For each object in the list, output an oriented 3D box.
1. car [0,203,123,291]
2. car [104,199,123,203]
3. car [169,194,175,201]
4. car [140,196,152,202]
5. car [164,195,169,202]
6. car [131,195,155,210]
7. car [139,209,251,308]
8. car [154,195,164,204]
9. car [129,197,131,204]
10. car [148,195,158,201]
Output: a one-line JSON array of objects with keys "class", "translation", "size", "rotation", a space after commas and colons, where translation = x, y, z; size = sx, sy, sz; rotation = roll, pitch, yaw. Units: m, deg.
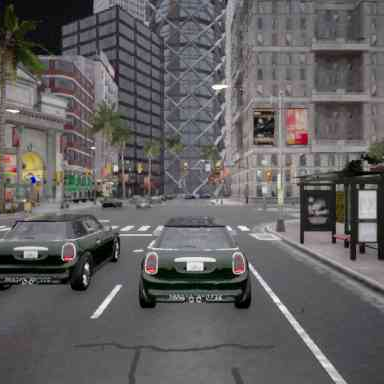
[{"class": "car", "translation": [-3.422, 1.352, 9.208], "size": [2.097, 1.767, 4.553], "rotation": [0, 0, 0]}, {"class": "car", "translation": [-10.564, 1.601, 44.248], "size": [1.895, 1.301, 4.718], "rotation": [0, 0, 0]}, {"class": "car", "translation": [-6.482, 1.478, 88.129], "size": [1.882, 1.535, 5.008], "rotation": [0, 0, 7]}, {"class": "car", "translation": [-10.439, 1.595, 75.606], "size": [1.895, 1.301, 4.718], "rotation": [0, 0, 0]}, {"class": "car", "translation": [-6.939, 1.540, 76.000], "size": [2.033, 1.411, 5.357], "rotation": [0, 0, 0]}, {"class": "car", "translation": [-6.375, 1.491, 42.880], "size": [2.128, 1.511, 4.902], "rotation": [0, 0, -11]}, {"class": "car", "translation": [0.070, 1.352, 8.063], "size": [2.097, 1.767, 4.553], "rotation": [0, 0, 0]}, {"class": "car", "translation": [-6.997, 1.526, 63.149], "size": [1.812, 1.442, 4.674], "rotation": [0, 0, 0]}, {"class": "car", "translation": [-10.498, 1.352, 63.094], "size": [2.097, 1.767, 4.553], "rotation": [0, 0, 0]}, {"class": "car", "translation": [-10.165, 1.552, 86.824], "size": [1.994, 1.385, 4.181], "rotation": [0, 0, 3]}]
